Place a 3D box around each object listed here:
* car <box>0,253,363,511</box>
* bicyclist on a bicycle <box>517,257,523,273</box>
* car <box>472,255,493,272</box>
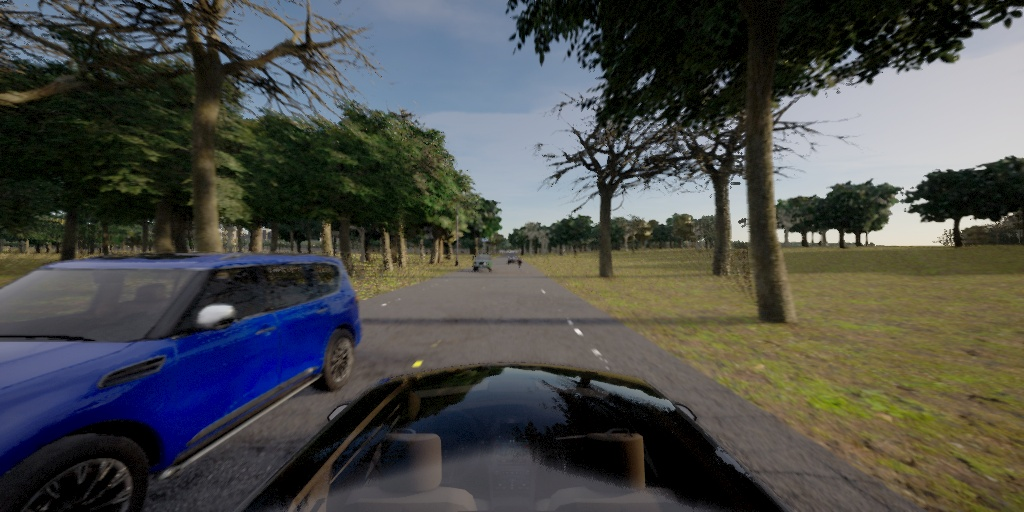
[{"bbox_3d":[-3.600,0.974,3.846,2.150,2.045,5.566,0,0,0],"label":"car"},{"bbox_3d":[0.968,1.017,39.872,0.659,1.776,1.843,0,1,0],"label":"bicyclist on a bicycle"},{"bbox_3d":[-3.559,0.839,44.401,2.150,2.045,5.566,0,0,0],"label":"car"}]
